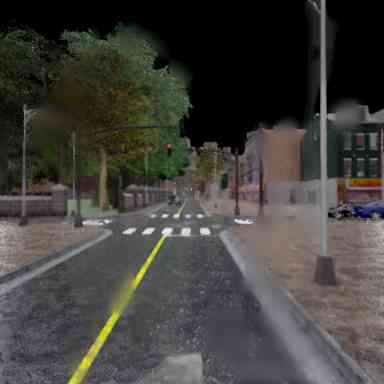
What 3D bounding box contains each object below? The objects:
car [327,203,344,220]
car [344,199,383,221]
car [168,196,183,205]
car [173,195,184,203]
[{"bbox_3d":[12.381,1.402,25.863,4.313,1.339,1.947,0,0,0],"label":"car"},{"bbox_3d":[13.753,1.262,23.233,5.008,1.535,1.882,0,-1,0],"label":"car"},{"bbox_3d":[-2.800,1.404,54.170,1.837,1.490,4.892,0,0,0],"label":"car"},{"bbox_3d":[-2.749,1.450,69.477,2.033,1.411,5.357,0,0,0],"label":"car"}]
